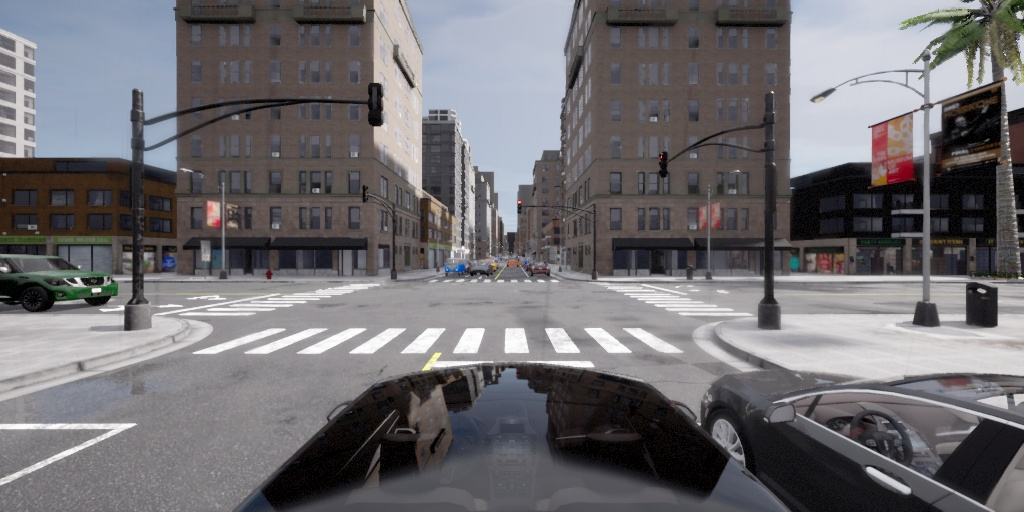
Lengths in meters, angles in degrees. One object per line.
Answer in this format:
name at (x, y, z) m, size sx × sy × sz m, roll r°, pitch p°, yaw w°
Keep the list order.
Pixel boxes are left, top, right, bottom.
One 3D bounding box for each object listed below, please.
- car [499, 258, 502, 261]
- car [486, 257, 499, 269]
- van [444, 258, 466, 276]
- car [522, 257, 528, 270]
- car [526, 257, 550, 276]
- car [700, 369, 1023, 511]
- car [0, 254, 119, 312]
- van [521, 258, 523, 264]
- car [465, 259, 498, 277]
car at (-2.969, 1.354, 56.241) m, size 1.895 × 1.301 × 4.718 m, roll 0°, pitch 0°, yaw 0°
car at (-3.001, 1.231, 46.323) m, size 1.882 × 1.535 × 5.008 m, roll 0°, pitch 0°, yaw 0°
van at (-5.783, 1.093, 36.431) m, size 1.690 × 1.789 × 3.998 m, roll 0°, pitch 0°, yaw 0°
car at (2.771, 1.193, 47.751) m, size 1.967 × 1.591 × 4.097 m, roll 0°, pitch 0°, yaw 0°
car at (2.743, 1.192, 36.413) m, size 1.967 × 1.591 × 4.097 m, roll 0°, pitch 0°, yaw 0°
car at (2.668, 1.300, 1.763) m, size 2.007 × 1.370 × 4.403 m, roll 0°, pitch 0°, yaw 0°
car at (-18.522, 0.949, 13.578) m, size 5.566 × 2.045 × 2.150 m, roll 0°, pitch 0°, yaw 0°
van at (2.798, 1.094, 59.090) m, size 1.690 × 1.789 × 3.998 m, roll 0°, pitch 0°, yaw 0°
car at (-2.997, 1.300, 36.621) m, size 2.033 × 1.411 × 5.357 m, roll 0°, pitch 0°, yaw 4°
